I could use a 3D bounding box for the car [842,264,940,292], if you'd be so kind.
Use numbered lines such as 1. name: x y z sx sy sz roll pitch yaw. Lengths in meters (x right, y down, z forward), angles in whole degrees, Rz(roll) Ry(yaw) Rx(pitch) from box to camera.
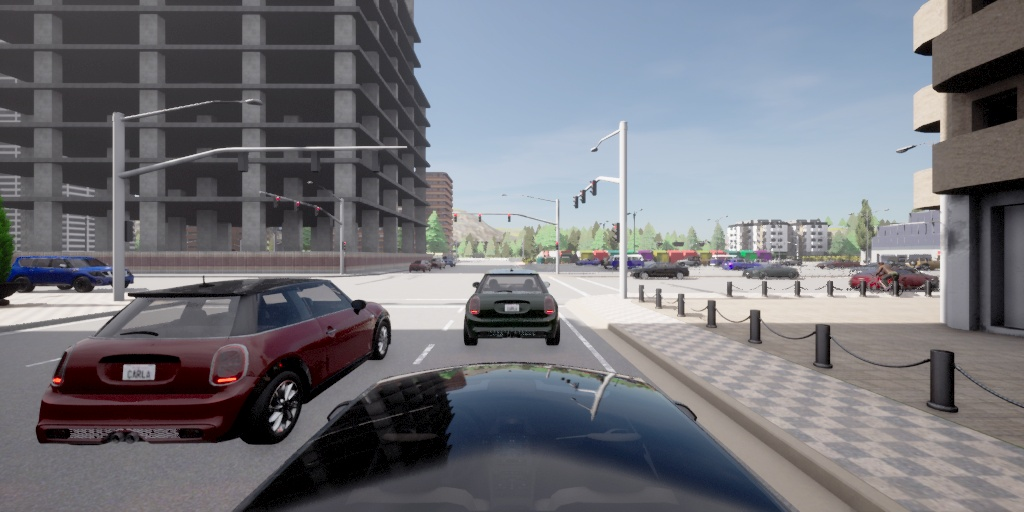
1. car: 22.635 1.369 21.192 4.181 1.385 1.994 0 0 0

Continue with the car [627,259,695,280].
1. car: 13.028 1.283 31.819 5.008 1.535 1.882 0 0 0

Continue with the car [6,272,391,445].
1. car: -3.484 1.102 5.463 2.097 1.767 4.553 0 0 0

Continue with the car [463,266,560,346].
1. car: -0.023 1.102 9.598 2.097 1.767 4.553 0 0 -1

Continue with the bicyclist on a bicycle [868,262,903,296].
1. bicyclist on a bicycle: 18.064 1.106 17.374 0.582 1.620 1.656 0 0 0

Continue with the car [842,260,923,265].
1. car: 32.911 1.310 31.960 4.892 1.490 1.837 0 0 0

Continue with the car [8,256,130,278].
1. car: -25.524 1.027 20.823 5.566 2.045 2.150 0 0 0

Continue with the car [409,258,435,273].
1. car: -11.382 1.227 44.741 1.882 1.535 5.008 0 0 0

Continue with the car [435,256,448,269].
1. car: -11.487 1.101 54.499 2.097 1.767 4.553 0 0 -1

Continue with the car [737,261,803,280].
1. car: 22.942 1.369 31.889 4.181 1.385 1.994 0 0 0
